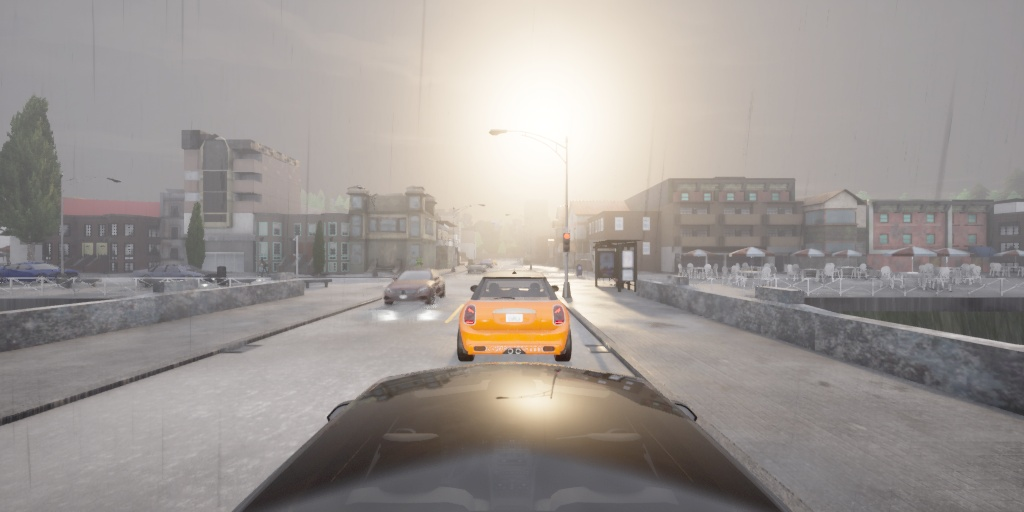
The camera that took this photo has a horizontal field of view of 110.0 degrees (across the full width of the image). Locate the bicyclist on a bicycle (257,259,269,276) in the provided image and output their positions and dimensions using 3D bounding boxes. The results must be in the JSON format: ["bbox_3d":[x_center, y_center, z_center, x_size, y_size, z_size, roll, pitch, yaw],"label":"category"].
[{"bbox_3d":[-24.022,1.099,34.599,0.582,1.620,1.656,0,0,0],"label":"bicyclist on a bicycle"}]

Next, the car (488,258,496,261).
[{"bbox_3d":[-4.094,1.227,57.278,1.882,1.535,5.008,0,0,0],"label":"car"}]

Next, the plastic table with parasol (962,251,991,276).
[{"bbox_3d":[30.507,0.675,25.139,2.482,2.480,2.482,0,0,0],"label":"plastic table with parasol"}]

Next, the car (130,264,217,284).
[{"bbox_3d":[-24.471,1.297,26.200,5.357,1.411,2.033,0,0,0],"label":"car"}]

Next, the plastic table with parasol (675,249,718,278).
[{"bbox_3d":[15.917,0.675,30.539,2.482,2.480,2.482,0,0,0],"label":"plastic table with parasol"}]

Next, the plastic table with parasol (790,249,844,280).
[{"bbox_3d":[22.897,0.675,27.509,2.482,2.480,2.482,0,0,0],"label":"plastic table with parasol"}]

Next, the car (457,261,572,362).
[{"bbox_3d":[0.060,1.102,8.397,2.097,1.767,4.553,0,0,1],"label":"car"}]

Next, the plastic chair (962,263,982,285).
[{"bbox_3d":[30.497,1.279,23.859,0.750,1.272,0.730,0,0,0],"label":"plastic chair"}]

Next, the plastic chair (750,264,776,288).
[{"bbox_3d":[14.997,1.279,21.459,0.750,1.272,0.730,0,0,0],"label":"plastic chair"}]

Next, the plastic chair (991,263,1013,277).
[{"bbox_3d":[45.497,1.279,33.358,0.730,1.272,0.750,0,0,0],"label":"plastic chair"}]

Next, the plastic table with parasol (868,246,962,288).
[{"bbox_3d":[23.797,0.675,21.309,2.482,2.480,2.482,0,0,0],"label":"plastic table with parasol"}]

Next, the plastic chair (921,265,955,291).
[{"bbox_3d":[23.697,1.279,19.959,0.750,1.272,0.730,0,0,0],"label":"plastic chair"}]

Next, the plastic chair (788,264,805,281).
[{"bbox_3d":[21.697,1.279,27.559,0.730,1.272,0.750,0,0,0],"label":"plastic chair"}]

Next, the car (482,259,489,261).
[{"bbox_3d":[-4.111,1.351,42.159,1.895,1.301,4.718,0,0,0],"label":"car"}]

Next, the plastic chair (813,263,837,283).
[{"bbox_3d":[22.797,1.279,26.159,0.750,1.272,0.730,0,0,0],"label":"plastic chair"}]

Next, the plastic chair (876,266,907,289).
[{"bbox_3d":[22.597,1.279,21.359,0.730,1.272,0.750,0,0,0],"label":"plastic chair"}]

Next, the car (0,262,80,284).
[{"bbox_3d":[-34.774,1.228,26.209,5.008,1.535,1.882,0,0,0],"label":"car"}]

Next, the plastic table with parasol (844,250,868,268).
[{"bbox_3d":[30.227,0.675,32.229,2.482,2.480,2.482,0,0,0],"label":"plastic table with parasol"}]

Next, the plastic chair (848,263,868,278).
[{"bbox_3d":[29.897,1.279,30.859,0.750,1.272,0.730,0,0,0],"label":"plastic chair"}]

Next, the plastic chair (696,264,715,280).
[{"bbox_3d":[15.797,1.279,29.259,0.750,1.272,0.730,0,0,0],"label":"plastic chair"}]

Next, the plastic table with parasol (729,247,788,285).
[{"bbox_3d":[15.167,0.675,22.719,2.482,2.480,2.482,0,0,0],"label":"plastic table with parasol"}]

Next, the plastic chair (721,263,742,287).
[{"bbox_3d":[13.897,1.279,22.859,0.730,1.272,0.750,0,0,0],"label":"plastic chair"}]

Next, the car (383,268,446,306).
[{"bbox_3d":[-4.089,1.276,15.803,1.812,1.442,4.674,0,0,0],"label":"car"}]

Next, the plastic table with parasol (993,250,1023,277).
[{"bbox_3d":[46.697,0.675,33.238,2.482,2.480,2.482,0,0,0],"label":"plastic table with parasol"}]

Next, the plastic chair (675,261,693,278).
[{"bbox_3d":[14.697,1.279,30.659,0.730,1.272,0.750,0,0,0],"label":"plastic chair"}]
